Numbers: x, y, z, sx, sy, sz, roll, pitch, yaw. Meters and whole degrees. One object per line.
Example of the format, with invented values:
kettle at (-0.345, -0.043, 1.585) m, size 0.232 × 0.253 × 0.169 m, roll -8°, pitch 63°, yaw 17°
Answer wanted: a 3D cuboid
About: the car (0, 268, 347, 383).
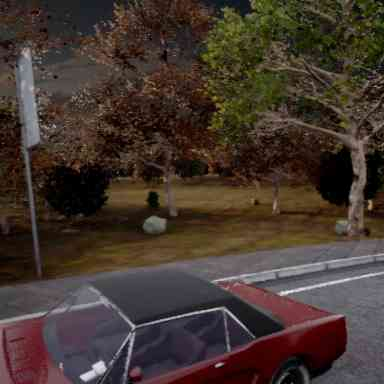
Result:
car at (-0.697, 1.571, 3.168) m, size 4.718 × 1.301 × 1.895 m, roll 0°, pitch 1°, yaw -33°
